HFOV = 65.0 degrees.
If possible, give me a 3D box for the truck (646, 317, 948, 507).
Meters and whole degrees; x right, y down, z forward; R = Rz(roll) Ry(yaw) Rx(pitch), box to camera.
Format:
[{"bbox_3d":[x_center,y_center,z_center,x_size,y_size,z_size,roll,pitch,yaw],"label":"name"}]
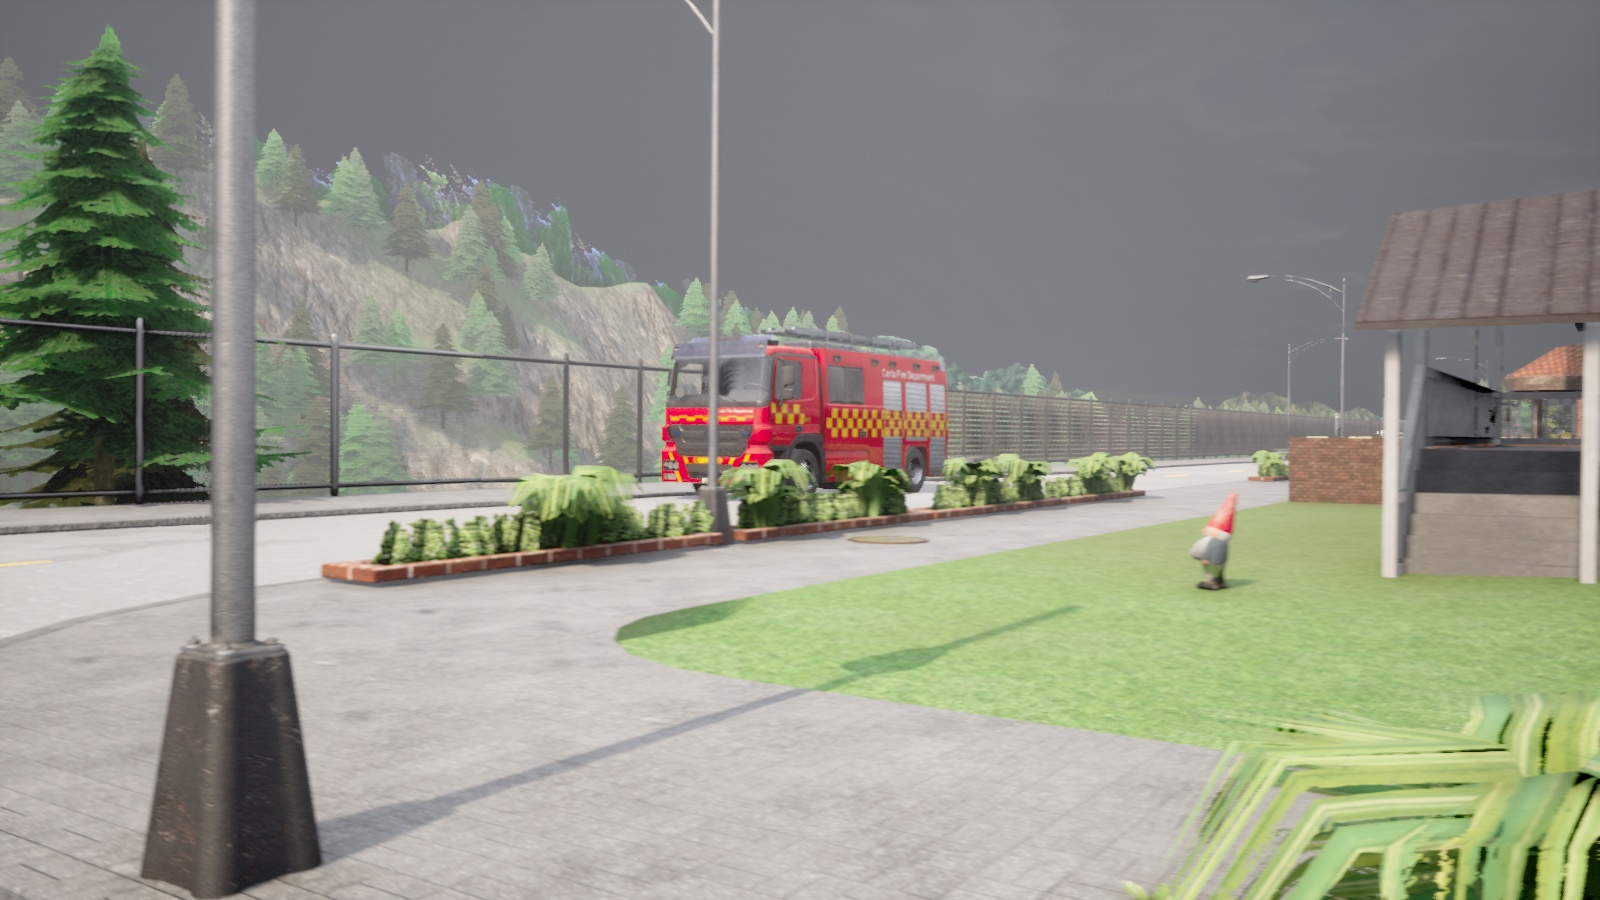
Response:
[{"bbox_3d":[0.267,-0.841,29.665,2.891,3.827,8.468,0,1,34],"label":"truck"}]
